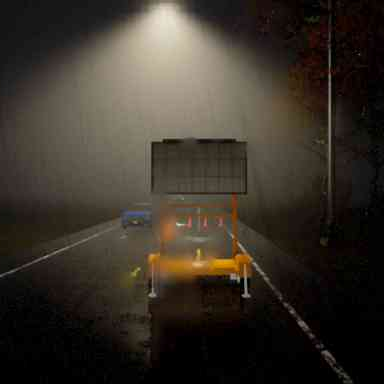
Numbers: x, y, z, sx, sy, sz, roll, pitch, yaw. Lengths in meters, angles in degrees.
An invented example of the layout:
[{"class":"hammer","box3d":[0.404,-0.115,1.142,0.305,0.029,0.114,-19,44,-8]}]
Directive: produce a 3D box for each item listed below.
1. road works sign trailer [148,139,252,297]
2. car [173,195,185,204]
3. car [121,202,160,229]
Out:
[{"class":"road works sign trailer","box3d":[0.181,0.459,8.518,2.380,3.560,2.880,0,0,1]},{"class":"car","box3d":[-2.497,1.295,63.534,2.097,1.767,4.553,0,0,1]},{"class":"car","box3d":[-3.220,1.462,21.583,1.882,1.535,5.008,0,0,1]}]
